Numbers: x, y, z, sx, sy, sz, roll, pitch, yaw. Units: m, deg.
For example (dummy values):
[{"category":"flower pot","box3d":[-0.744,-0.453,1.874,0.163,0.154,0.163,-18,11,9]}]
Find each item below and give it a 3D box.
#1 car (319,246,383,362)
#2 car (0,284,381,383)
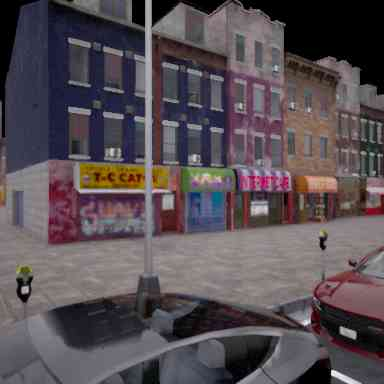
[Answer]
[{"category":"car","box3d":[3.809,1.543,5.529,4.507,1.381,1.887,0,0,-35]},{"category":"car","box3d":[-0.811,1.564,2.233,4.313,1.339,1.947,0,0,-35]}]
